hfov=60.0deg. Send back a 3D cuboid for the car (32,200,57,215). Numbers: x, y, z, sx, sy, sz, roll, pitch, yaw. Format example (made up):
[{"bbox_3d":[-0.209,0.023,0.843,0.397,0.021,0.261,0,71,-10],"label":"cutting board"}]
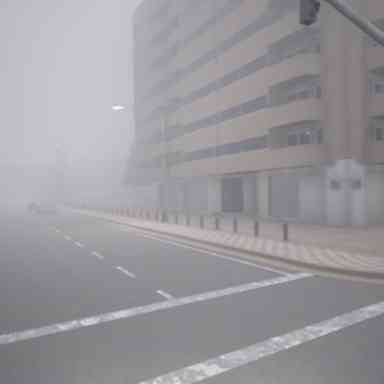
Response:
[{"bbox_3d":[-17.008,1.770,38.657,1.882,1.535,5.008,-1,0,-30],"label":"car"}]

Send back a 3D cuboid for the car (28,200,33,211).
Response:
[{"bbox_3d":[-22.140,1.858,47.255,1.882,1.535,5.008,-1,0,-31],"label":"car"}]
